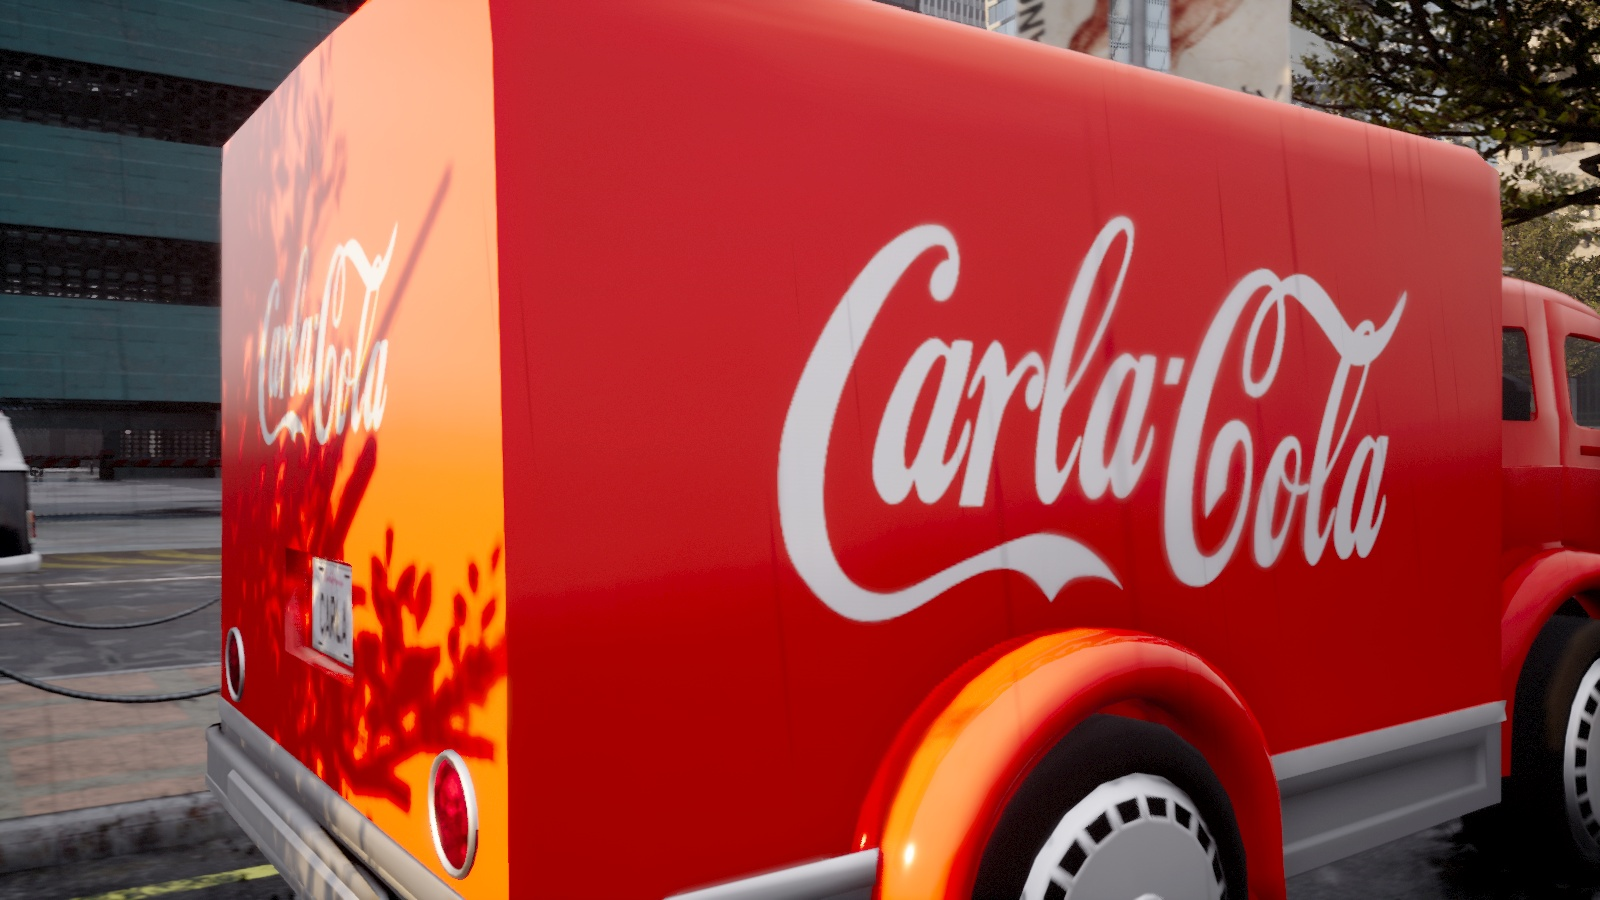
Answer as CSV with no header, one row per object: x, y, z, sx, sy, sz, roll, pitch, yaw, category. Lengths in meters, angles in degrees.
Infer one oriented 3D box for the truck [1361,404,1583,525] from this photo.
15.250,0.295,28.381,5.204,2.467,2.627,0,0,-39,truck

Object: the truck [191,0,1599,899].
0.980,0.267,4.343,5.204,2.467,2.627,0,0,-35,truck

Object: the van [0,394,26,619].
-9.506,0.515,11.054,4.480,2.038,2.069,0,0,-35,van
